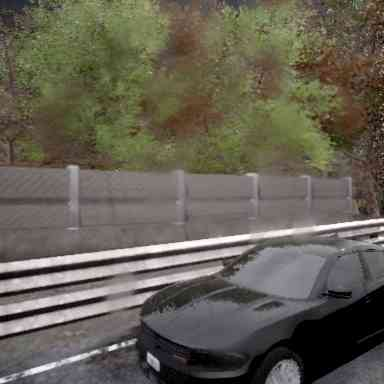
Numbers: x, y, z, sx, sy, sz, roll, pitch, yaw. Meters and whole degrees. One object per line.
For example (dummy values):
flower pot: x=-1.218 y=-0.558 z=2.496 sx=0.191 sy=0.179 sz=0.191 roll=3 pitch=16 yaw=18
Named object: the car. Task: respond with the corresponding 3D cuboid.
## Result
car: x=1.635 y=1.434 z=4.849 sx=5.008 sy=1.535 sz=1.882 roll=-1 pitch=0 yaw=-35
